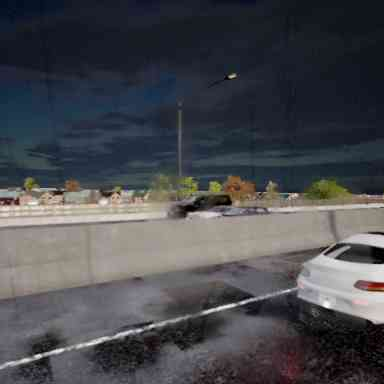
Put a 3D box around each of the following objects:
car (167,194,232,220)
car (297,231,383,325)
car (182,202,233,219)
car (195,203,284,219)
[{"bbox_3d":[0.802,1.213,25.961,5.566,2.045,2.150,0,0,-35],"label":"car"},{"bbox_3d":[4.013,1.523,6.580,4.674,1.442,1.812,0,0,-35],"label":"car"},{"bbox_3d":[2.004,1.593,22.529,4.718,1.301,1.895,0,0,-35],"label":"car"},{"bbox_3d":[3.089,1.541,19.018,5.357,1.411,2.033,0,0,-35],"label":"car"}]
